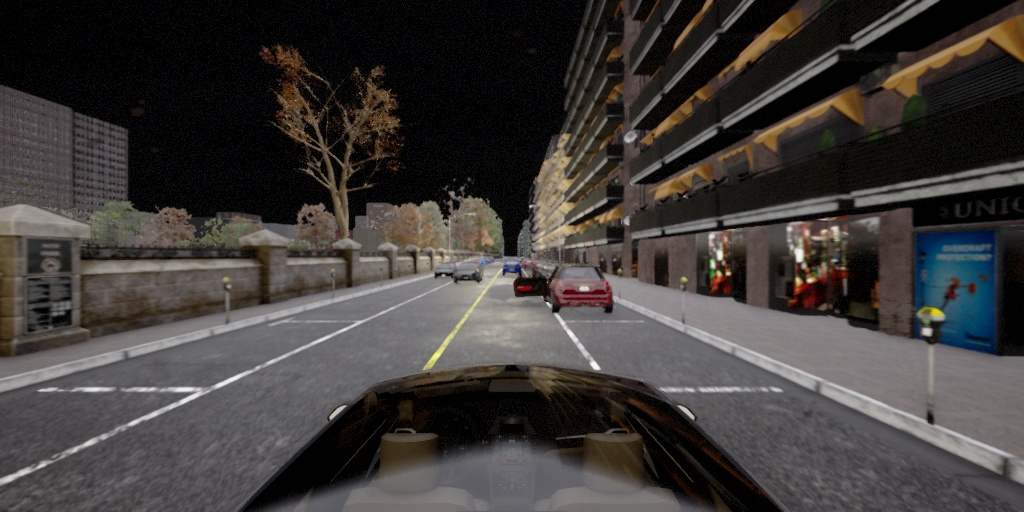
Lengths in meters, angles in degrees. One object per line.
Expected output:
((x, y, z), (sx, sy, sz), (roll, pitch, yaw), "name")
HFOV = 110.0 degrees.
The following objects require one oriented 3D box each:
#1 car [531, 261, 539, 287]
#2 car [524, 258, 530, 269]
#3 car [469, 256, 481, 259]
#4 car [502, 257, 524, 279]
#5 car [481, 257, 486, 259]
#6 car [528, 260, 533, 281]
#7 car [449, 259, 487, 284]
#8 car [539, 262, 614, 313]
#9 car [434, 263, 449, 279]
((2.683, 1.249, 26.436), (2.007, 1.370, 4.403), (0, 0, 0), "car")
((2.674, 1.240, 54.584), (1.802, 1.307, 4.207), (0, 0, 0), "car")
((-5.704, 1.101, 48.951), (1.967, 1.591, 4.097), (0, 0, 0), "car")
((0.021, 1.156, 36.553), (1.882, 1.535, 5.008), (0, 0, 1), "car")
((-5.707, 0.972, 54.582), (2.192, 1.841, 5.009), (0, 0, 0), "car")
((2.681, 1.232, 32.067), (1.888, 1.381, 4.507), (0, 0, 0), "car")
((-3.105, 1.204, 26.386), (1.837, 1.490, 4.892), (0, 0, 0), "car")
((2.385, 1.077, 13.963), (2.097, 1.767, 4.553), (0, 0, 0), "car")
((-5.699, 1.253, 32.065), (1.948, 1.339, 4.313), (0, 0, 0), "car")
